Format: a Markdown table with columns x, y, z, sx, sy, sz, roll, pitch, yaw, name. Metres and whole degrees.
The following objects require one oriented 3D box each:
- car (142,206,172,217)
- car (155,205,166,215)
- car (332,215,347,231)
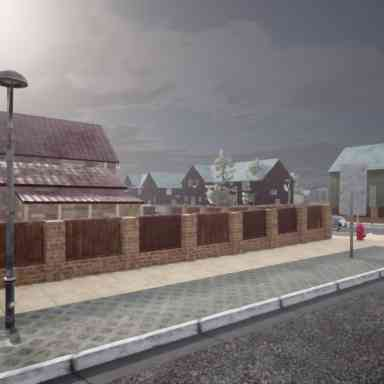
| x | y | z | sx | sy | sz | roll | pitch | yaw | name |
| --- | --- | --- | --- | --- | --- | --- | --- | --- | --- |
| -4.875 | 2.607 | 45.296 | 1.837 | 1.490 | 4.892 | 1 | -2 | -36 | car |
| -3.973 | 2.377 | 39.047 | 2.128 | 1.511 | 4.902 | 1 | -2 | -36 | car |
| 7.939 | 1.813 | 22.608 | 2.128 | 1.511 | 4.902 | 1 | -2 | -36 | car |
